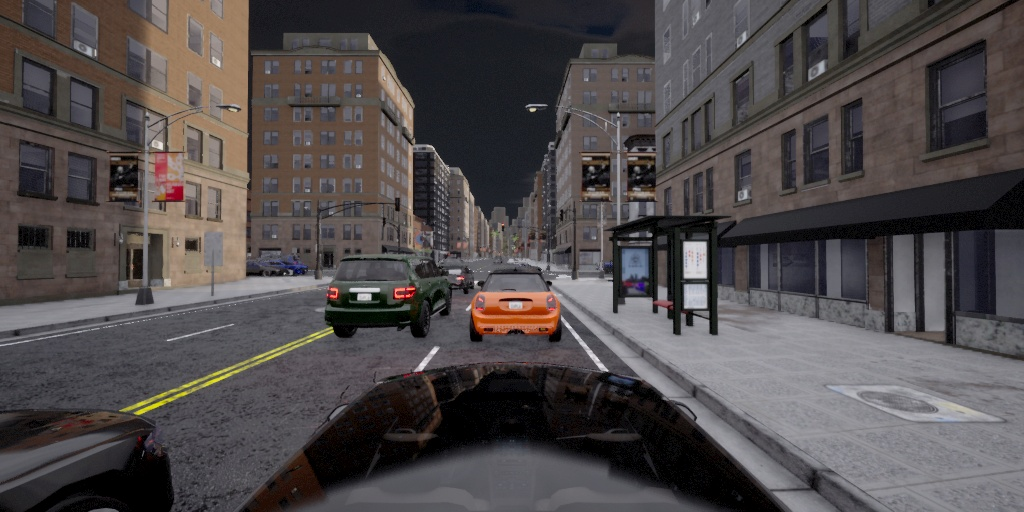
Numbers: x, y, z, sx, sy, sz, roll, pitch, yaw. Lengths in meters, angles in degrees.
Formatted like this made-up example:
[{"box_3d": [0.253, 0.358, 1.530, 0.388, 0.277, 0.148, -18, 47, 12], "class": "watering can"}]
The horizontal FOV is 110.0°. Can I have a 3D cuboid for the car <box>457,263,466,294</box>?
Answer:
[{"box_3d": [-3.202, 1.283, 20.080, 1.812, 1.442, 4.674, 0, 0, 0], "class": "car"}]

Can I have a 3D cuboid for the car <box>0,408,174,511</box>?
[{"box_3d": [-3.144, 1.241, 0.335, 2.128, 1.511, 4.902, 0, 0, 0], "class": "car"}]

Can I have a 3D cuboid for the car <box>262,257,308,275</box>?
[{"box_3d": [-22.793, 1.151, 35.228, 5.008, 1.535, 1.882, 0, -1, 0], "class": "car"}]

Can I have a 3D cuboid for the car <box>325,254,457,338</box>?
[{"box_3d": [-3.173, 0.975, 10.373, 2.150, 2.045, 5.566, 0, 0, 0], "class": "car"}]

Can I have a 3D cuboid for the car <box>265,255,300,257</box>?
[{"box_3d": [-25.587, 0.931, 38.669, 5.566, 2.045, 2.150, 0, -1, 0], "class": "car"}]

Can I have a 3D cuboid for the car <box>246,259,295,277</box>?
[{"box_3d": [-22.923, 1.177, 31.978, 5.357, 1.411, 2.033, 0, -1, 0], "class": "car"}]

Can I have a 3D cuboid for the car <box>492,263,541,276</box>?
[{"box_3d": [0.483, 1.379, 37.032, 4.718, 1.301, 1.895, 0, -1, -24], "class": "car"}]

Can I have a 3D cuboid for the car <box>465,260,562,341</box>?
[{"box_3d": [0.079, 1.105, 9.988, 2.097, 1.767, 4.553, 0, 0, 0], "class": "car"}]

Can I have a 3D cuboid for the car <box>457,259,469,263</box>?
[{"box_3d": [-7.469, 1.172, 42.014, 4.553, 1.767, 2.097, 0, -1, 0], "class": "car"}]

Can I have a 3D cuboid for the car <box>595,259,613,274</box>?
[{"box_3d": [12.660, 1.103, 42.154, 5.566, 2.045, 2.150, 0, -1, 0], "class": "car"}]
